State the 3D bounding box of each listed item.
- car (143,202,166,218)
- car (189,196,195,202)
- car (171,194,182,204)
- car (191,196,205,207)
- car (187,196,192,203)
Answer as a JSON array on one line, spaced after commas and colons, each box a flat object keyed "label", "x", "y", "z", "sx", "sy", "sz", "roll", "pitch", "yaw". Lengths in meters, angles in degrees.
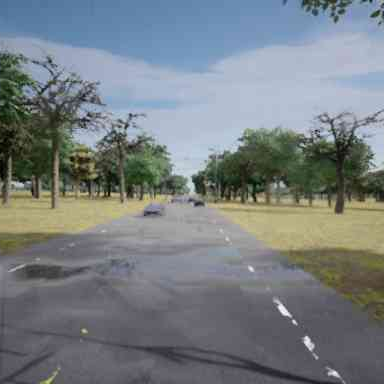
[{"label": "car", "x": -3.586, "y": 1.713, "z": 32.707, "sx": 2.033, "sy": 1.411, "sz": 5.357, "roll": 0, "pitch": 0, "yaw": 0}, {"label": "car", "x": 0.029, "y": 1.900, "z": 91.855, "sx": 1.812, "sy": 1.442, "sz": 4.674, "roll": 0, "pitch": 0, "yaw": 0}, {"label": "car", "x": -3.476, "y": 1.534, "z": 75.010, "sx": 2.150, "sy": 2.045, "sz": 5.566, "roll": 0, "pitch": 0, "yaw": 0}, {"label": "car", "x": 1.243, "y": 1.817, "z": 57.664, "sx": 1.837, "sy": 1.490, "sz": 4.892, "roll": 0, "pitch": 0, "yaw": 0}, {"label": "car", "x": 0.024, "y": 1.796, "z": 74.662, "sx": 1.837, "sy": 1.490, "sz": 4.892, "roll": 0, "pitch": 0, "yaw": 0}]
